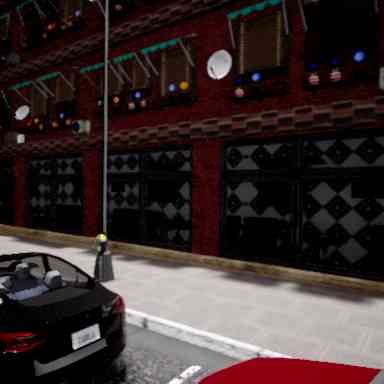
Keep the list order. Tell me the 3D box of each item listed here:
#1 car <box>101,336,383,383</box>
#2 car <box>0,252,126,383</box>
[{"bbox_3d":[1.714,1.585,1.489,4.206,1.307,1.802,0,1,35],"label":"car"},{"bbox_3d":[-2.806,1.543,4.708,4.313,1.339,1.947,0,1,35],"label":"car"}]
